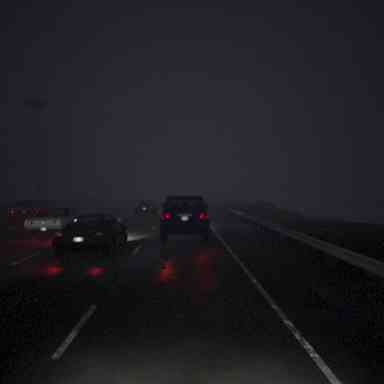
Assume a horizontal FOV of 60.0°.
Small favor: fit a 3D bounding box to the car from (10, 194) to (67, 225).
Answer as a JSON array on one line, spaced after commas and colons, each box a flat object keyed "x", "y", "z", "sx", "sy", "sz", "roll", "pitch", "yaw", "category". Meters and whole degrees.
[{"x": -11.102, "y": 1.290, "z": 24.012, "sx": 2.097, "sy": 1.767, "sz": 4.553, "roll": 0, "pitch": 0, "yaw": -2, "category": "car"}]

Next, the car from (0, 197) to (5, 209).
[{"x": -25.833, "y": 1.426, "z": 41.901, "sx": 1.837, "sy": 1.490, "sz": 4.892, "roll": 0, "pitch": 0, "yaw": -2, "category": "car"}]

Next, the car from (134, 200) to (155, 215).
[{"x": -4.335, "y": 1.435, "z": 31.822, "sx": 1.994, "sy": 1.385, "sz": 4.181, "roll": 0, "pitch": 0, "yaw": -2, "category": "car"}]

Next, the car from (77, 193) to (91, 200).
[{"x": -27.035, "y": 1.052, "z": 83.597, "sx": 2.097, "sy": 1.767, "sz": 4.553, "roll": 0, "pitch": 0, "yaw": -2, "category": "car"}]

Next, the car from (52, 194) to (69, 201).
[{"x": -30.327, "y": 1.301, "z": 76.791, "sx": 2.128, "sy": 1.511, "sz": 4.902, "roll": 0, "pitch": 0, "yaw": -2, "category": "car"}]

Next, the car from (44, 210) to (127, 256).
[{"x": -3.781, "y": 1.520, "z": 12.932, "sx": 1.994, "sy": 1.385, "sz": 4.181, "roll": 0, "pitch": 0, "yaw": -1, "category": "car"}]

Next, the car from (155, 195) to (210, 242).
[{"x": -0.349, "y": 1.147, "z": 16.153, "sx": 2.150, "sy": 2.045, "sz": 5.566, "roll": 0, "pitch": 0, "yaw": -1, "category": "car"}]

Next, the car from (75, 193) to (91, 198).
[{"x": -23.116, "y": 1.256, "z": 70.043, "sx": 1.882, "sy": 1.535, "sz": 5.008, "roll": 0, "pitch": 0, "yaw": -2, "category": "car"}]

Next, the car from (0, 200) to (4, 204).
[{"x": -22.180, "y": 1.531, "z": 36.642, "sx": 1.895, "sy": 1.301, "sz": 4.718, "roll": 0, "pitch": 0, "yaw": -2, "category": "car"}]

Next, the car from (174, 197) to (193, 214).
[{"x": -0.921, "y": 1.347, "z": 34.659, "sx": 1.837, "sy": 1.490, "sz": 4.892, "roll": 0, "pitch": 0, "yaw": -2, "category": "car"}]

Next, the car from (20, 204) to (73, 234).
[{"x": -7.436, "y": 1.547, "z": 18.732, "sx": 1.895, "sy": 1.301, "sz": 4.718, "roll": 0, "pitch": 0, "yaw": -2, "category": "car"}]

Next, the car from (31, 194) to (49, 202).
[{"x": -33.740, "y": 1.308, "z": 73.898, "sx": 1.837, "sy": 1.490, "sz": 4.892, "roll": 0, "pitch": 0, "yaw": -2, "category": "car"}]
